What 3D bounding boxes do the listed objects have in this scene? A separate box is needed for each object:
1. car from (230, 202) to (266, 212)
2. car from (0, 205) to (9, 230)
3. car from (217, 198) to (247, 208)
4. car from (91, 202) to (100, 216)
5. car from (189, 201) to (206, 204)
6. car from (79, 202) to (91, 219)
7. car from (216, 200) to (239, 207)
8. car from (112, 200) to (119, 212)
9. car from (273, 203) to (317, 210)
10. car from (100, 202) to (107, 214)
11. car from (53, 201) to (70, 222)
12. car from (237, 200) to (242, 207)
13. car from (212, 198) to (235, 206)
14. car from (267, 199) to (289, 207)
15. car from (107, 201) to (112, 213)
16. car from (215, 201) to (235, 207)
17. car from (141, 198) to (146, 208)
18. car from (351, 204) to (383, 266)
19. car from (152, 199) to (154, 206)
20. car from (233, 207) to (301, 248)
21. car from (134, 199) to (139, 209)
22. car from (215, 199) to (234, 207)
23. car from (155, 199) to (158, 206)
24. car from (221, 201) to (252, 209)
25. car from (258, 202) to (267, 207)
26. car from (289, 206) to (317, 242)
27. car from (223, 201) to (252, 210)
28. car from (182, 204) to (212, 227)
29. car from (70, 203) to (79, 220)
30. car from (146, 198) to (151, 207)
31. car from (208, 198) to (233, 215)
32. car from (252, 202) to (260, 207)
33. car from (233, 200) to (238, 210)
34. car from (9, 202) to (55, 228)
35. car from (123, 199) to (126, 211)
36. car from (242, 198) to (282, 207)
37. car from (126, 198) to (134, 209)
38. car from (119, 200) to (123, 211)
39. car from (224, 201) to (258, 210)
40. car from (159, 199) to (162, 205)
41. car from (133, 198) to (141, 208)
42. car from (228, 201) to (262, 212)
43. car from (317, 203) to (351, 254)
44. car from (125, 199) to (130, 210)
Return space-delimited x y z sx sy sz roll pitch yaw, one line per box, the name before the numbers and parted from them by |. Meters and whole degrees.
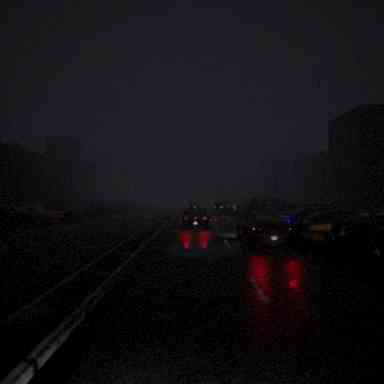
car | 7.891 2.121 47.383 4.792 1.488 2.163 0 -1 0
car | -12.657 1.462 17.514 4.553 1.767 2.185 0 -1 0
car | 7.985 2.232 66.687 5.566 2.045 2.435 0 -1 0
car | -12.563 1.858 34.181 5.008 1.535 2.097 0 -1 0
car | 0.348 1.869 42.269 2.097 1.767 4.553 0 -1 0
car | -12.550 1.841 31.403 4.792 1.488 2.163 0 -1 0
car | 8.041 2.671 74.951 5.008 1.535 2.097 0 -1 0
car | -12.485 2.008 42.642 5.008 1.535 2.097 0 -1 0
car | 7.751 1.630 19.814 5.008 1.535 2.097 0 -1 0
car | -12.529 1.908 36.961 4.892 1.521 2.231 0 -1 0
car | -12.807 1.718 25.973 5.366 1.575 1.946 0 -1 0
car | 7.849 1.894 36.355 5.008 1.535 2.097 0 -1 0
car | 8.063 2.678 85.985 5.566 2.045 2.435 0 -1 0
car | 7.804 1.548 22.573 4.553 1.767 2.185 0 -1 0
car | -12.542 1.985 39.738 4.792 1.488 2.163 0 -1 0
car | 8.067 2.843 80.594 4.674 1.452 2.002 0 -1 0
car | -12.343 2.190 64.874 5.566 2.045 2.435 0 -1 0
car | 7.662 1.253 8.795 5.566 2.045 2.435 0 0 0
car | -12.234 2.771 78.760 4.792 1.488 2.163 0 -1 0
car | 3.188 1.611 15.139 1.812 1.442 4.674 0 -1 0
car | -12.357 2.365 59.186 4.674 1.452 2.002 0 -1 0
car | 8.049 2.739 83.225 4.553 1.767 2.185 0 -1 0
car | -12.156 2.925 87.089 5.008 1.535 2.097 0 -1 0
car | 8.177 2.362 61.170 5.366 1.575 1.946 0 -1 0
car | 7.818 1.746 25.328 4.792 1.488 2.163 0 -1 0
car | 7.737 1.632 17.059 4.674 1.452 2.002 0 -1 0
car | 8.010 2.338 58.412 4.792 1.488 2.163 0 -1 0
car | 0.244 1.822 24.428 1.895 1.301 4.718 0 -1 0
car | -12.573 1.640 28.634 4.553 1.767 2.185 0 -1 0
car | -12.220 2.649 73.204 4.792 1.488 2.163 0 -1 0
car | 3.336 1.826 39.848 2.097 1.767 4.553 0 -1 0
car | 7.803 1.799 28.084 4.674 1.452 2.002 0 -1 0
car | 7.917 2.020 41.867 4.792 1.488 2.163 0 -1 0
car | -12.650 1.677 23.192 4.892 1.521 2.231 0 -1 0
car | -12.445 2.149 48.074 4.674 1.452 2.002 0 -1 0
car | 7.850 1.552 30.846 5.566 2.045 2.435 0 -1 0
car | -12.411 2.216 53.632 4.892 1.521 2.231 0 -1 0
car | -12.475 2.060 45.421 4.892 1.521 2.231 0 -1 0
car | 8.155 2.249 55.656 5.366 1.575 1.946 0 -1 0
car | -12.095 2.795 92.652 5.566 2.045 2.435 0 -1 0
car | -12.369 2.258 62.059 4.553 1.767 2.185 0 -1 0
car | 7.908 2.174 50.137 4.792 1.488 2.163 0 -1 0
car | 7.678 1.277 11.553 5.566 2.045 2.435 0 0 0
car | -12.455 2.191 50.853 4.792 1.488 2.163 0 -1 0
